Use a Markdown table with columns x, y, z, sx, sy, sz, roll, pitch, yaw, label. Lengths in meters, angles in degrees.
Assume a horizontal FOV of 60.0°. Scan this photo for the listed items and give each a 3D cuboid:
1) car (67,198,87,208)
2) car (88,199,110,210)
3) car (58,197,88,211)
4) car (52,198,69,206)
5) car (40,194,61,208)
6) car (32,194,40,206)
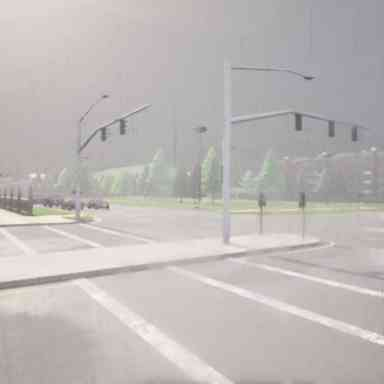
| x | y | z | sx | sy | sz | roll | pitch | yaw | label |
| --- | --- | --- | --- | --- | --- | --- | --- | --- | --- |
| -18.857 | 1.768 | 54.365 | 1.994 | 1.385 | 4.181 | 1 | -1 | -36 | car |
| -13.089 | 1.697 | 46.428 | 2.128 | 1.511 | 4.902 | 1 | -1 | -36 | car |
| -15.893 | 1.762 | 44.329 | 1.895 | 1.301 | 4.718 | 1 | -1 | -36 | car |
| -24.673 | 1.767 | 62.454 | 1.994 | 1.385 | 4.181 | 1 | -1 | -36 | car |
| -21.608 | 1.381 | 52.202 | 2.150 | 2.045 | 5.566 | 1 | -1 | -36 | car |
| -27.752 | 1.380 | 60.743 | 2.150 | 2.045 | 5.566 | 1 | -1 | -36 | car |
